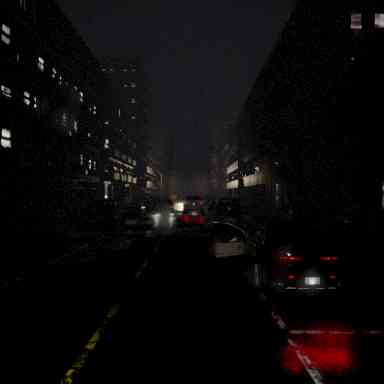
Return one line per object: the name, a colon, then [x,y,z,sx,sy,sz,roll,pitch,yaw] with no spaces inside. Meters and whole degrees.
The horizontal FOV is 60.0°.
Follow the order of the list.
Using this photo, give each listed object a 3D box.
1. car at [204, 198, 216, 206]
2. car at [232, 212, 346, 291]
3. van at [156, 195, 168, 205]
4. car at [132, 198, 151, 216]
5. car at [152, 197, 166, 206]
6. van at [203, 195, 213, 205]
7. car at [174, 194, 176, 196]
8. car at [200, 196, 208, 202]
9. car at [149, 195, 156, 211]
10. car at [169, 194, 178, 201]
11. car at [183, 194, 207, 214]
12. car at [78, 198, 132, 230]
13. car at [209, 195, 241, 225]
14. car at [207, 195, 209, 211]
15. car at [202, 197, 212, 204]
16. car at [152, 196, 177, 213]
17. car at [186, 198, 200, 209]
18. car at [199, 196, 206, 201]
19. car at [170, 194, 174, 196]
car: [2.892,1.656,55.488,1.802,1.307,4.206,0,0,0]
car: [2.386,1.508,8.989,1.837,1.490,4.892,0,0,0]
van: [-5.466,1.430,61.209,1.690,1.788,3.998,0,0,0]
car: [-5.569,1.582,32.760,2.008,1.369,4.403,0,0,0]
car: [-5.489,1.599,55.351,1.752,1.417,4.829,0,0,0]
van: [2.914,1.430,61.177,1.690,1.788,3.998,0,0,0]
car: [-5.407,1.724,78.280,1.802,1.307,4.206,0,0,0]
car: [2.993,1.744,83.937,1.802,1.307,4.206,0,0,0]
car: [-5.548,1.480,38.451,1.967,1.590,4.097,0,0,0]
car: [-5.345,1.519,95.350,2.192,1.841,5.009,0,0,0]
car: [0.197,1.258,35.980,2.150,2.045,5.566,0,0,1]
car: [-5.609,1.330,21.379,2.192,1.841,5.009,0,0,0]
car: [2.792,1.338,27.038,2.192,1.841,5.009,0,0,0]
car: [2.832,1.480,38.418,1.967,1.590,4.097,0,0,0]
car: [2.932,1.650,66.867,1.887,1.381,4.507,0,0,0]
car: [-2.969,1.516,37.189,1.882,1.535,5.008,0,0,0]
car: [0.202,1.559,46.238,1.837,1.490,4.892,0,0,1]
car: [3.034,1.786,95.318,1.802,1.307,4.206,0,0,0]
car: [-5.428,1.648,72.419,1.752,1.417,4.829,0,0,0]
